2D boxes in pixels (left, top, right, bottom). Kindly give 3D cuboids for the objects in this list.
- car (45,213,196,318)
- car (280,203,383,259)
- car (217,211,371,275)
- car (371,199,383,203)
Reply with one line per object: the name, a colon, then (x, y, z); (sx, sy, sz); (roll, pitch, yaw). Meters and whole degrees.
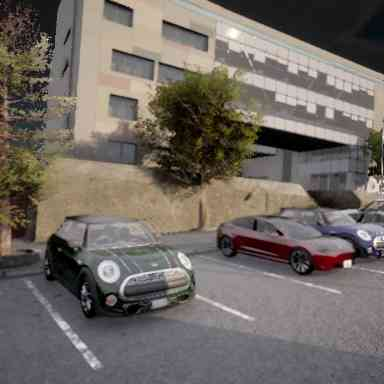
car: (-1.863, 1.363, 7.677); (2.185, 1.767, 4.553); (0, 0, -36)
car: (5.061, 1.390, 12.618); (2.185, 1.767, 4.553); (0, 0, -36)
car: (2.820, 1.537, 10.943); (2.163, 1.488, 4.792); (0, 0, -35)
car: (9.610, 1.282, 15.859); (2.435, 2.045, 5.566); (0, 0, -35)
